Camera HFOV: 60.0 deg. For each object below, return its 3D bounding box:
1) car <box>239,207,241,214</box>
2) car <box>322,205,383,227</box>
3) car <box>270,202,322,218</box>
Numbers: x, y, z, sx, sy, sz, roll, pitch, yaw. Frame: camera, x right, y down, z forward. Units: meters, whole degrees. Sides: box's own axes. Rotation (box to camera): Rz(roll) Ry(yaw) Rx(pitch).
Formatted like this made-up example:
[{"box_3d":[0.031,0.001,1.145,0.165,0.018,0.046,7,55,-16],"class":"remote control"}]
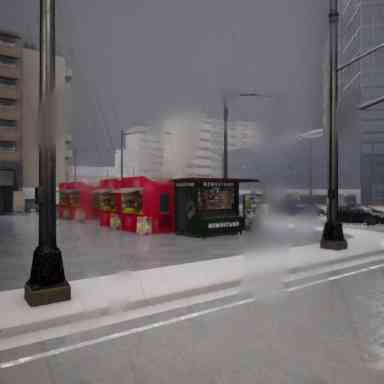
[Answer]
[{"box_3d":[3.120,1.592,35.657,2.097,1.767,4.553,0,-1,-36],"class":"car"},{"box_3d":[11.883,1.633,23.550,1.994,1.385,4.181,0,-1,-36],"class":"car"},{"box_3d":[10.049,1.699,32.067,2.033,1.411,5.357,0,-1,-36],"class":"car"}]
